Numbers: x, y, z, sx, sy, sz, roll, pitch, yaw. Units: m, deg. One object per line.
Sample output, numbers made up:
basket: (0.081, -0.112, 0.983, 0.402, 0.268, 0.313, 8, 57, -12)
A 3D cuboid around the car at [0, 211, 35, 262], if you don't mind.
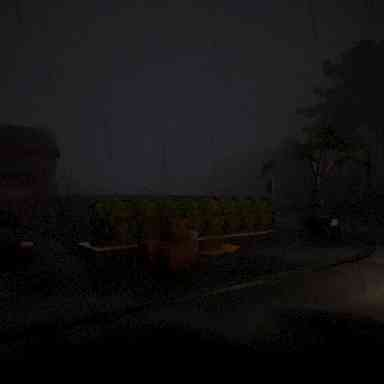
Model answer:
car: (-6.443, 1.356, 10.801, 2.033, 1.415, 5.357, 0, 0, -33)
